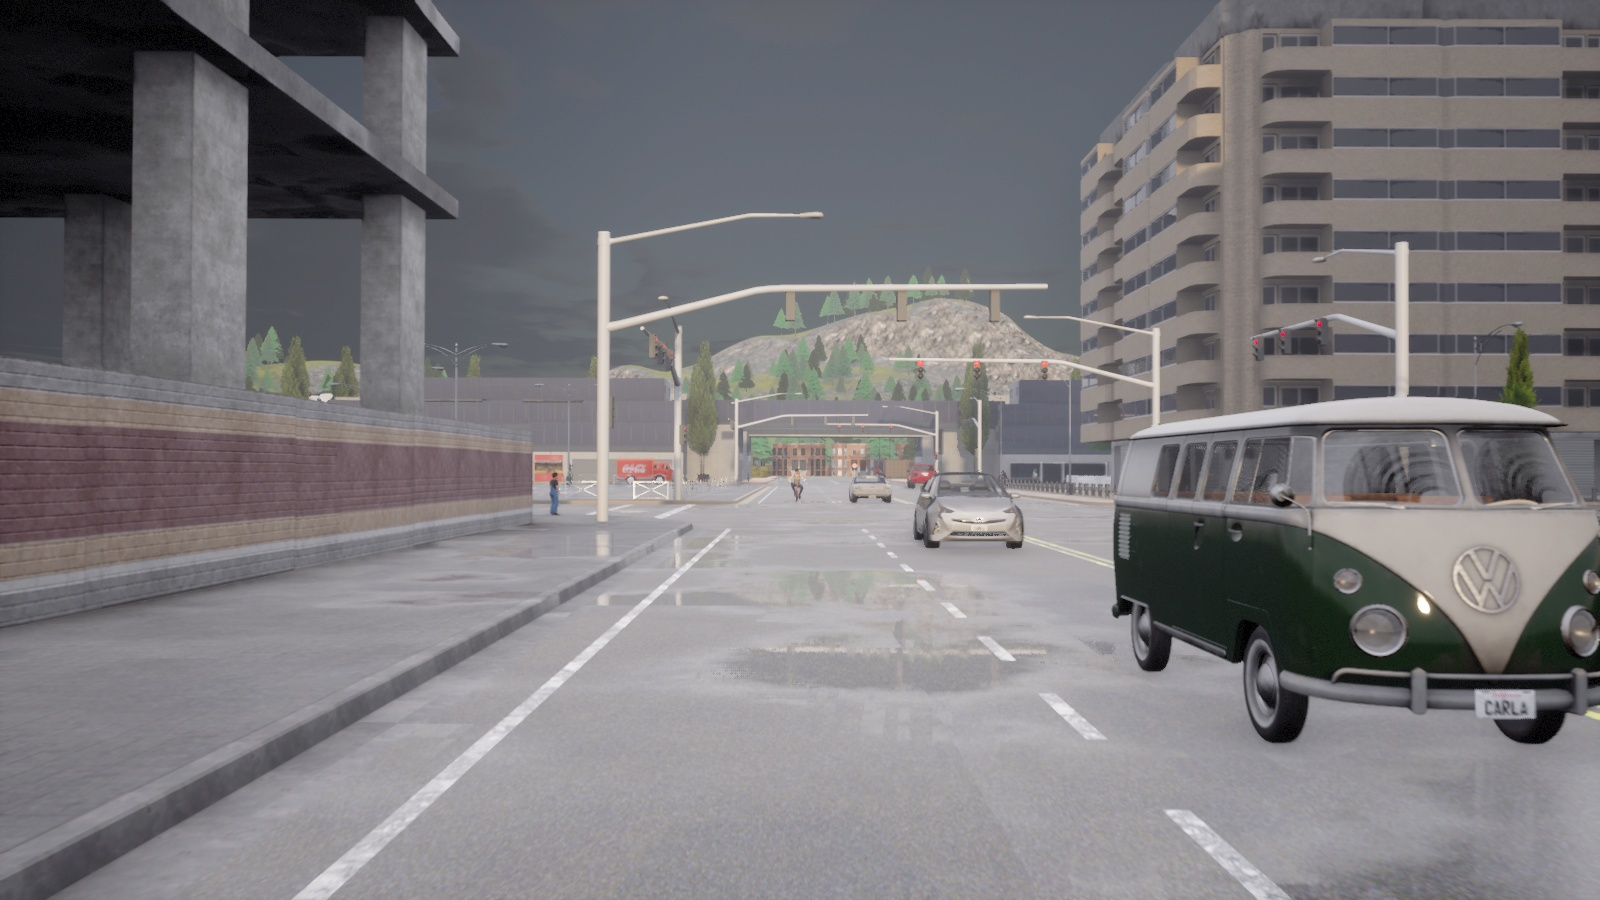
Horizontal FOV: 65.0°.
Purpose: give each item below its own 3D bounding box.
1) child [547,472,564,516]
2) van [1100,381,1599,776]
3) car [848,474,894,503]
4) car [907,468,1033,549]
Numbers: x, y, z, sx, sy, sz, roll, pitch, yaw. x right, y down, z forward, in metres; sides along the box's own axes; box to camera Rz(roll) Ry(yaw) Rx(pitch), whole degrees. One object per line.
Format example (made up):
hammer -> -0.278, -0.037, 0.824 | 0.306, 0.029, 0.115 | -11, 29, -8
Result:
child -> -7.170, 1.286, 36.831 | 0.437, 1.263, 0.270 | 0, -1, -36
van -> 3.480, 0.684, 8.566 | 1.775, 1.987, 4.442 | 0, -1, 0
car -> 3.364, 1.830, 60.275 | 1.895, 1.301, 4.718 | 0, -1, 0
car -> 3.433, 1.150, 26.157 | 2.007, 1.525, 4.514 | 0, -1, 0
